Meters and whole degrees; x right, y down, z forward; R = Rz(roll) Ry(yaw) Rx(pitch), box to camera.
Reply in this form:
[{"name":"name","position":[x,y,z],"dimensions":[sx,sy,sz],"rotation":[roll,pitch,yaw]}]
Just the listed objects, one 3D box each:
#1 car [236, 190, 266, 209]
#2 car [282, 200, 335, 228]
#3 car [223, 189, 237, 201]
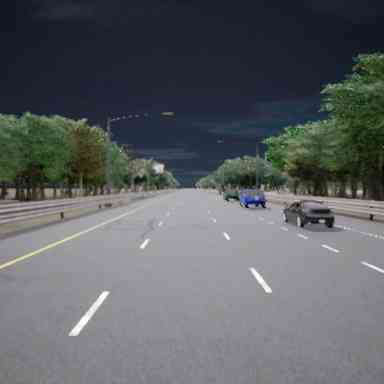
[{"name":"car","position":[6.678,0.759,37.103],"dimensions":[2.150,2.045,5.566],"rotation":[0,1,0]},{"name":"car","position":[6.822,1.259,19.892],"dimensions":[1.837,1.490,4.892],"rotation":[0,1,0]},{"name":"car","position":[6.528,0.506,55.541],"dimensions":[2.150,2.045,5.566],"rotation":[0,1,0]}]
